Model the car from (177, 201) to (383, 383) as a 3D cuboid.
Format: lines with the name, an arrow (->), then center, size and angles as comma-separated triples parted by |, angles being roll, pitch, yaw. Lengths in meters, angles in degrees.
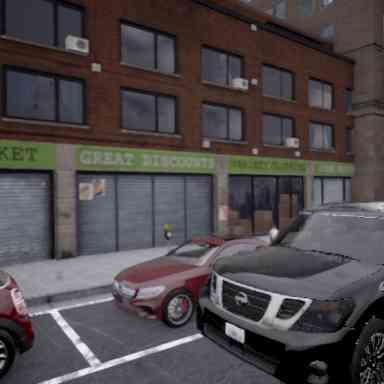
car -> 2.727, 1.204, 5.316 | 5.566, 2.045, 2.150 | 0, 0, -35

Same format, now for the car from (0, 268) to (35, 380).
car -> -4.083, 1.444, 3.636 | 4.097, 1.590, 1.967 | 0, 0, -35

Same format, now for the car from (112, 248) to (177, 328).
car -> 0.471, 1.567, 6.872 | 4.206, 1.307, 1.802 | 0, 0, -35
